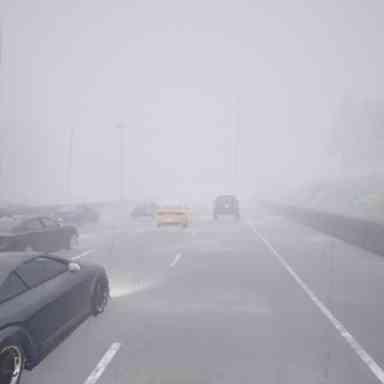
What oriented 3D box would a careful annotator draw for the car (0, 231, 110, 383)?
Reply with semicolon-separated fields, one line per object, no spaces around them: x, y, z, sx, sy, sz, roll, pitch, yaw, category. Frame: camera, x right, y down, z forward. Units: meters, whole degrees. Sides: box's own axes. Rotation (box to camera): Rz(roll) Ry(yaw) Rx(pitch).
-2.766;1.581;5.001;1.994;1.385;4.181;0;0;5;car

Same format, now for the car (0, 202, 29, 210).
-17.943;1.710;32.748;1.895;1.301;4.718;0;0;5;car

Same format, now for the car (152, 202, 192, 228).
-1.112;1.525;22.660;1.882;1.535;5.008;0;0;5;car

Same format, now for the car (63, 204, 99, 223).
-8.085;1.592;23.279;1.812;1.442;4.674;0;0;5;car

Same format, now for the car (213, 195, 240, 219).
3.042;1.273;29.492;2.150;2.045;5.566;0;0;5;car

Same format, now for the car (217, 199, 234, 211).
4.252;1.636;42.385;1.994;1.385;4.181;0;0;5;car

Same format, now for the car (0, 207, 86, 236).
-5.681;1.514;11.414;1.882;1.535;5.008;0;0;5;car

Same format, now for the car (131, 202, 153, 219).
-3.957;1.616;29.835;2.033;1.411;5.357;0;0;5;car
